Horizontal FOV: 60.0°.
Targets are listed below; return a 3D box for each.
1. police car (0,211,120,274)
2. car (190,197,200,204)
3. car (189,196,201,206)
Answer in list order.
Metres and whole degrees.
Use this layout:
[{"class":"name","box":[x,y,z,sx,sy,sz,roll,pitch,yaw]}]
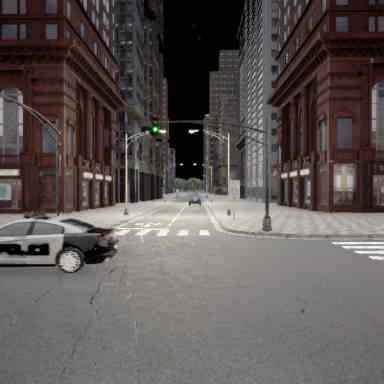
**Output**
[{"class":"police car","box":[-4.847,1.428,9.989,5.238,1.638,1.930,0,0,1]},{"class":"car","box":[0.658,1.635,66.360,1.895,1.301,4.718,0,0,1]},{"class":"car","box":[0.501,1.380,56.295,2.097,1.767,4.553,0,0,1]}]
